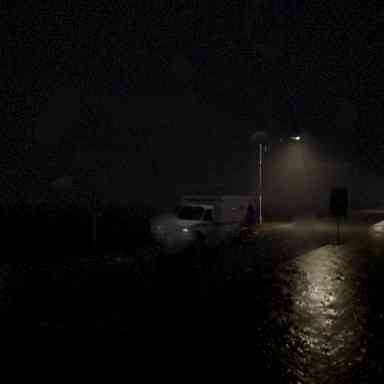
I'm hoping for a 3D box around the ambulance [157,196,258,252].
[{"bbox_3d":[0.952,1.411,16.664,2.351,2.431,6.366,0,-1,36],"label":"ambulance"}]
